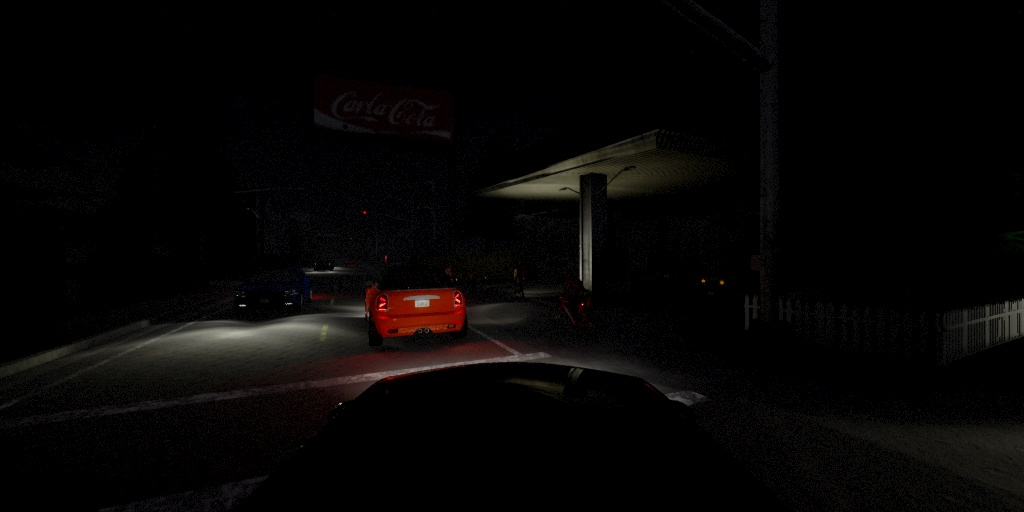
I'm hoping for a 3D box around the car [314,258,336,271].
[{"bbox_3d":[-24.451,1.044,46.596,2.097,1.767,4.553,0,0,-25],"label":"car"}]

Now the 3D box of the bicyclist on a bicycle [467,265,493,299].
[{"bbox_3d":[-1.741,1.282,17.884,1.656,1.620,0.582,1,0,-23],"label":"bicyclist on a bicycle"}]

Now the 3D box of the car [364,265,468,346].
[{"bbox_3d":[-2.722,1.013,9.456,2.097,1.767,4.553,0,0,-23],"label":"car"}]

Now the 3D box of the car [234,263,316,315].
[{"bbox_3d":[-8.797,1.171,13.542,1.882,1.535,5.008,1,-1,-24],"label":"car"}]

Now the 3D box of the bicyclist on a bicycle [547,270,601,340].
[{"bbox_3d":[1.504,1.185,8.866,0.582,1.620,1.656,3,-2,-44],"label":"bicyclist on a bicycle"}]

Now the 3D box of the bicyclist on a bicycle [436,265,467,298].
[{"bbox_3d":[-3.014,1.253,16.470,1.656,1.620,0.582,1,0,36],"label":"bicyclist on a bicycle"}]

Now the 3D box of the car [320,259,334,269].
[{"bbox_3d":[-28.589,1.200,55.559,1.837,1.490,4.892,0,0,-25],"label":"car"}]

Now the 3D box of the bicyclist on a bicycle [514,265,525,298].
[{"bbox_3d":[0.364,1.283,18.051,0.582,1.620,1.656,0,0,15],"label":"bicyclist on a bicycle"}]
